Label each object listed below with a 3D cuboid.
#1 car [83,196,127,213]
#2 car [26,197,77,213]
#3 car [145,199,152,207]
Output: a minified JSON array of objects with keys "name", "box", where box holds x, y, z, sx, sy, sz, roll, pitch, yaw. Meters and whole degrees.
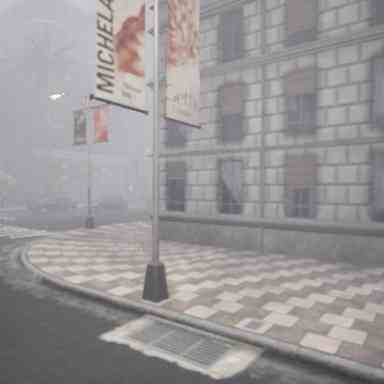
[{"name":"car","box":[-8.876,1.155,34.195,2.097,1.767,4.553,1,0,36]},{"name":"car","box":[-13.936,1.282,33.215,1.837,1.490,4.892,1,0,36]},{"name":"car","box":[-4.297,1.258,46.125,1.882,1.535,5.008,0,0,39]}]
